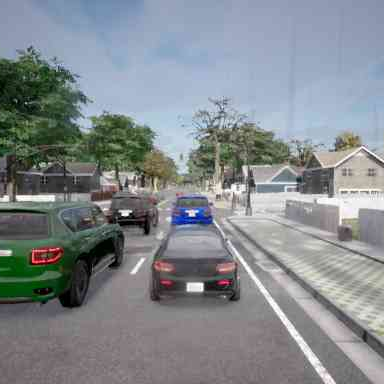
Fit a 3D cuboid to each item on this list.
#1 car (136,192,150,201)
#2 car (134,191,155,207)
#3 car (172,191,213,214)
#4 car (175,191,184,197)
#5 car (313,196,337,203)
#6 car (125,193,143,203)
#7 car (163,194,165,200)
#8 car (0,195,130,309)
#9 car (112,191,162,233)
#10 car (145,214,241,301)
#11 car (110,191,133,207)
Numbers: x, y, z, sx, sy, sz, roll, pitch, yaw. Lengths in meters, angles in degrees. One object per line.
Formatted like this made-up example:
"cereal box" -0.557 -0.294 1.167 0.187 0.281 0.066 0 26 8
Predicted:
"car" -9.749 0.858 66.521 2.128 1.511 4.902 0 1 1
"car" -6.584 0.892 46.814 2.150 2.045 5.566 0 1 0
"car" 0.034 1.158 18.789 2.150 2.045 5.566 0 1 1
"car" -3.226 0.437 86.411 1.994 1.385 4.181 0 1 0
"car" 13.287 1.200 34.372 4.902 1.511 2.128 0 1 -2
"car" -9.819 1.047 56.547 2.128 1.511 4.902 0 1 0
"car" -6.509 0.862 66.343 2.128 1.511 4.902 0 1 1
"car" -3.186 1.210 8.001 2.150 2.045 5.566 0 0 1
"car" -3.215 1.157 18.917 2.150 2.045 5.566 0 1 1
"car" 0.067 1.514 8.190 1.812 1.442 4.674 0 0 0
"car" -9.835 0.891 46.867 2.150 2.045 5.566 0 1 0
